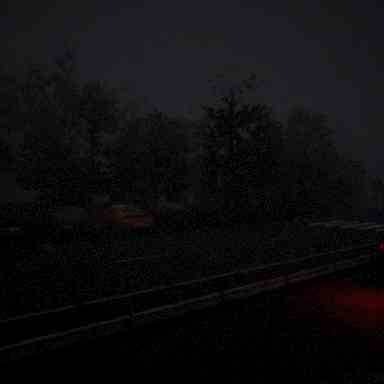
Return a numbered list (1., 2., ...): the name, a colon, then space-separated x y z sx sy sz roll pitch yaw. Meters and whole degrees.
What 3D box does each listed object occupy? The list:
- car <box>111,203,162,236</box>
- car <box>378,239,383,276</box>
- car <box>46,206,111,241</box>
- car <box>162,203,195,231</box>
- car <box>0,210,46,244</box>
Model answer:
1. car: -3.966 1.429 18.391 2.097 1.535 5.008 -1 1 -35
2. car: 6.473 1.309 8.063 5.008 1.535 1.882 -2 1 -35
3. car: -6.216 1.470 16.805 2.231 1.521 4.892 -1 1 -35
4. car: -1.721 1.388 19.987 2.231 1.521 4.892 -1 1 -35
5. car: -8.470 1.538 15.230 2.163 1.488 4.792 -1 0 -35
